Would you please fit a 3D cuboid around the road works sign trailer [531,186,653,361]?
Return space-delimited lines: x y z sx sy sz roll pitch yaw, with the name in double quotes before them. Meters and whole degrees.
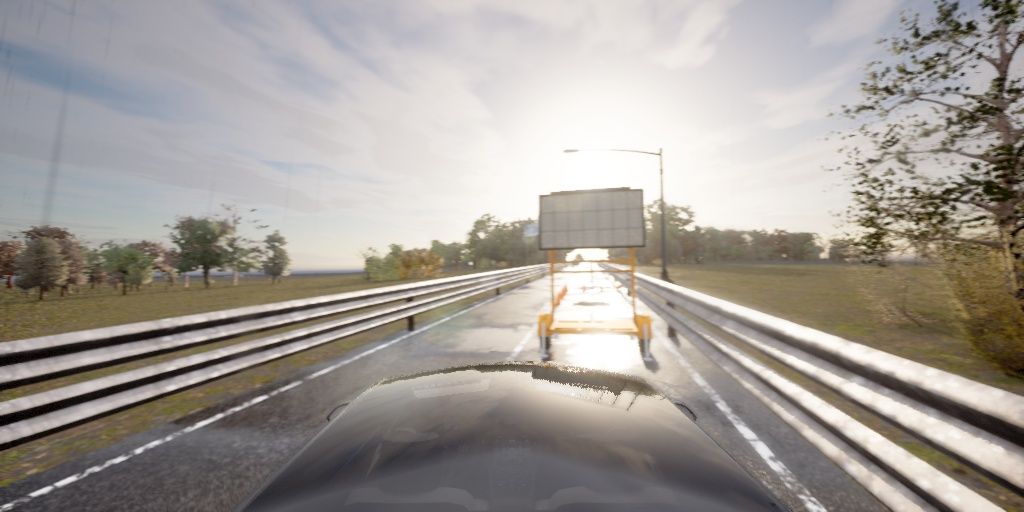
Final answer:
"road works sign trailer" 1.910 0.239 8.409 2.380 3.560 2.880 0 0 12
